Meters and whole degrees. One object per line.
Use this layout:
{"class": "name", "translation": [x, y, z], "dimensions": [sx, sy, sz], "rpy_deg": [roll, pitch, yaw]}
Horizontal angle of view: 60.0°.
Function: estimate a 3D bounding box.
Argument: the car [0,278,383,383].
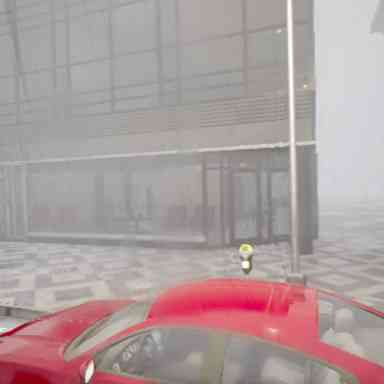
{"class": "car", "translation": [0.137, 1.488, 2.861], "dimensions": [4.507, 1.381, 1.887], "rpy_deg": [-1, 1, 20]}
